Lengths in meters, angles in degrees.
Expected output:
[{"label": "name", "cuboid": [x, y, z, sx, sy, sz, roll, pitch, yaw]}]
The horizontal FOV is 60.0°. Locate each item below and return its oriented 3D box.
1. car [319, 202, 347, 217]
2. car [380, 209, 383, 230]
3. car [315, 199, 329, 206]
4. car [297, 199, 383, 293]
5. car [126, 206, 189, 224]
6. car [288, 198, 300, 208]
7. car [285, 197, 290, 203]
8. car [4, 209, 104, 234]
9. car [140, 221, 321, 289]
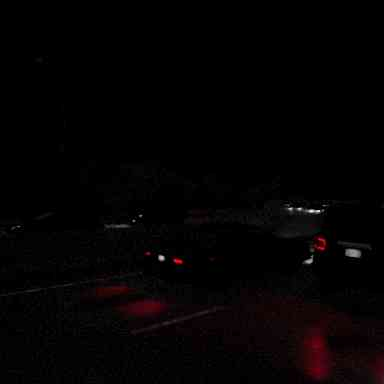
[{"label": "car", "cuboid": [15.531, 1.876, 36.513, 2.033, 1.411, 5.357, 0, -1, 32]}, {"label": "car", "cuboid": [14.382, 1.800, 22.706, 1.895, 1.301, 4.718, 0, -1, 40]}, {"label": "car", "cuboid": [29.170, 2.306, 74.960, 1.994, 1.385, 4.181, 0, -1, 8]}, {"label": "car", "cuboid": [5.131, 1.284, 8.143, 5.566, 2.045, 2.150, 1, 0, -41]}, {"label": "car", "cuboid": [-2.549, 1.760, 25.102, 4.718, 1.301, 1.895, 1, -1, -45]}, {"label": "car", "cuboid": [18.748, 2.115, 59.893, 1.812, 1.442, 4.674, 0, -1, 18]}, {"label": "car", "cuboid": [26.325, 2.210, 89.435, 1.812, 1.442, 4.674, 0, -1, 1]}, {"label": "car", "cuboid": [-6.767, 1.602, 16.691, 4.674, 1.442, 1.812, 1, 0, -39]}, {"label": "car", "cuboid": [1.200, 1.605, 9.346, 5.357, 1.411, 2.033, 0, 0, -40]}]
